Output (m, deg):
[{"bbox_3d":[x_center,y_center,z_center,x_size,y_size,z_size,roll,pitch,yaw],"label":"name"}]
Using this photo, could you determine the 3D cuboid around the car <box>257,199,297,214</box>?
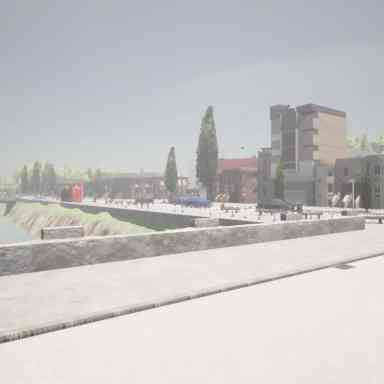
[{"bbox_3d":[9.064,1.506,35.444,1.837,1.490,4.892,0,0,-36],"label":"car"}]

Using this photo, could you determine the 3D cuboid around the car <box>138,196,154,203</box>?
[{"bbox_3d":[-9.805,1.546,68.972,2.033,1.411,5.357,0,0,-36],"label":"car"}]

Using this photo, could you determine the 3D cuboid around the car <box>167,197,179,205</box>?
[{"bbox_3d":[-2.260,1.547,58.441,2.033,1.411,5.357,0,0,-35],"label":"car"}]

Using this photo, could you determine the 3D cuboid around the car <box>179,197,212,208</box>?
[{"bbox_3d":[0.738,1.478,47.066,1.882,1.535,5.008,0,0,-36],"label":"car"}]
